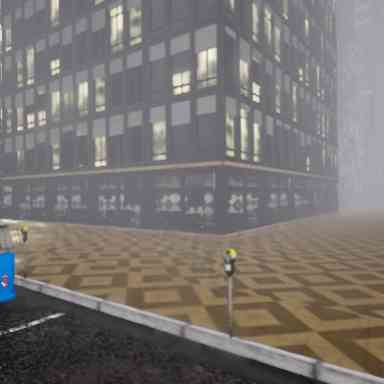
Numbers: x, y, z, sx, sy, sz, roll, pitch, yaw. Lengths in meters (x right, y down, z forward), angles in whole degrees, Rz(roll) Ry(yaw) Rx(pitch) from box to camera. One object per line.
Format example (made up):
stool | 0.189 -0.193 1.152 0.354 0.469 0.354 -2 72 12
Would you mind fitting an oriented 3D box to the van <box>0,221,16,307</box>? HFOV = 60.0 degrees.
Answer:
van | -5.133 1.349 6.554 3.998 1.788 1.690 0 -1 36
